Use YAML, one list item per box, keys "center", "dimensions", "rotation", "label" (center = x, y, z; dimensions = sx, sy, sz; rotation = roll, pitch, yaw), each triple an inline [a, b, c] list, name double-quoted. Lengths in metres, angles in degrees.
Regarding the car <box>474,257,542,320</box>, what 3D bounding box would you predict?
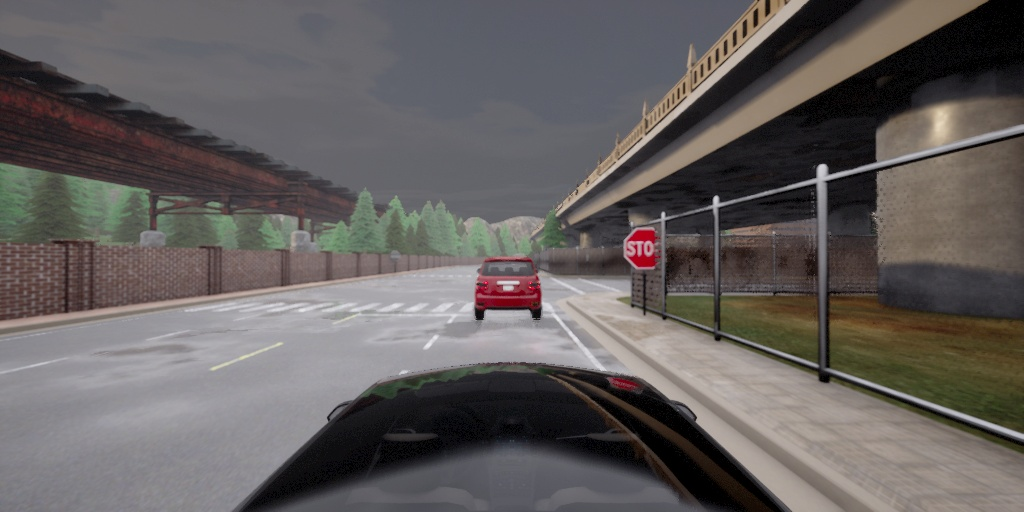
- center: [-0.143, 1.066, 13.273]
  dimensions: [2.150, 2.045, 5.566]
  rotation: [0, -1, -1]
  label: "car"
